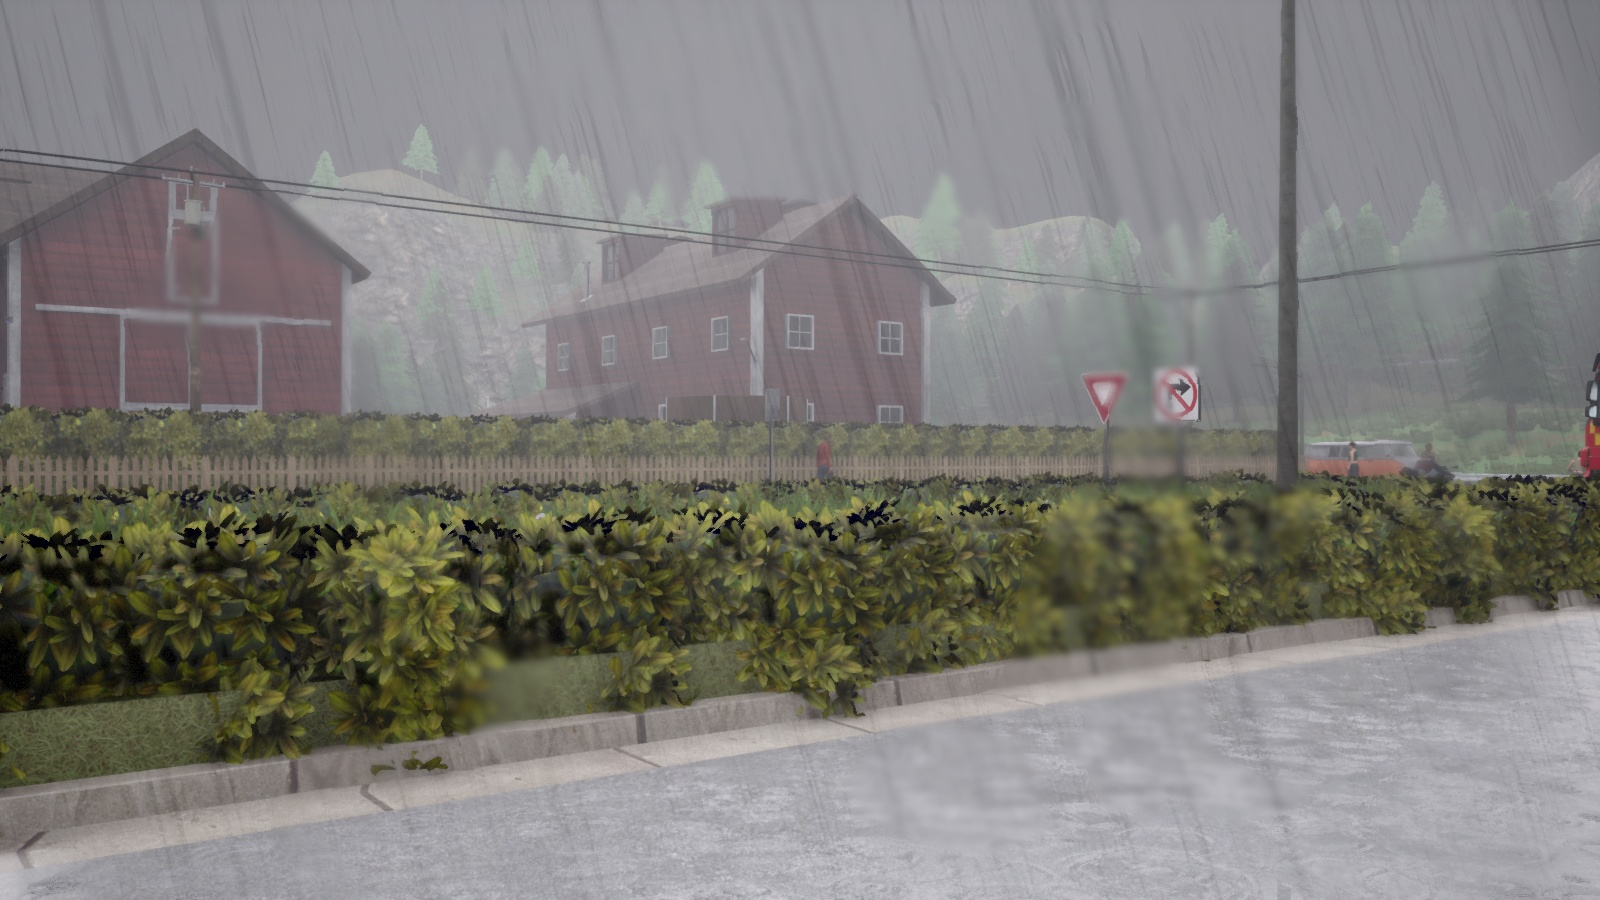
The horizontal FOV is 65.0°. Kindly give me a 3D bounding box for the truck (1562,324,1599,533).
[{"bbox_3d":[16.451,-0.406,19.999,2.891,3.827,8.468,0,0,-5],"label":"truck"}]

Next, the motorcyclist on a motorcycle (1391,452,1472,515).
[{"bbox_3d":[15.803,0.823,31.428,2.191,1.530,0.866,0,0,-35],"label":"motorcyclist on a motorcycle"}]

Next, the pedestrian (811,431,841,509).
[{"bbox_3d":[0.622,0.472,29.890,0.636,1.846,0.331,0,0,-33],"label":"pedestrian"}]

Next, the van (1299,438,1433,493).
[{"bbox_3d":[21.221,0.568,47.286,1.775,1.987,4.442,0,0,-28],"label":"van"}]

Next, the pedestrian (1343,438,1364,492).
[{"bbox_3d":[19.098,0.522,43.328,0.345,1.836,0.594,0,0,-27],"label":"pedestrian"}]
